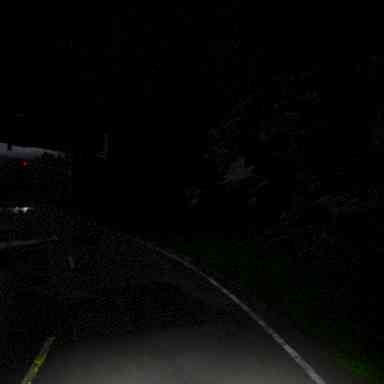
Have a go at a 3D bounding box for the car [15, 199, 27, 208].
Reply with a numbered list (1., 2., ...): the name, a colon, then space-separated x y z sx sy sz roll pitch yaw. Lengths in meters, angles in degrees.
1. car: -30.705 2.086 59.794 1.837 1.490 4.892 0 0 -27

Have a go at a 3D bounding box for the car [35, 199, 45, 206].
1. car: -32.361 2.214 70.756 2.128 1.511 4.902 0 -1 -27
